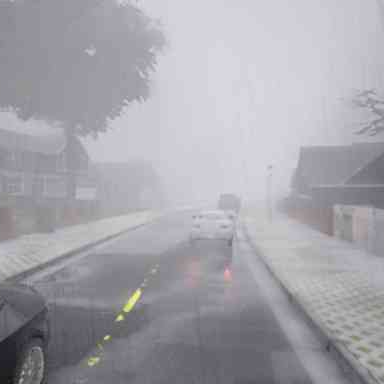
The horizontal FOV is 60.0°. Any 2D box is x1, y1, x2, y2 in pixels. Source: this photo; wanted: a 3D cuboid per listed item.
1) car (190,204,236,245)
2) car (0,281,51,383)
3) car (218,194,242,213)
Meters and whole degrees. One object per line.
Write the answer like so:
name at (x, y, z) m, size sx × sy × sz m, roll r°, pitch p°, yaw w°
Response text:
car at (0.941, 1.518, 15.443) m, size 1.812 × 1.442 × 4.674 m, roll 0°, pitch 0°, yaw 5°
car at (-2.597, 1.520, 2.212) m, size 1.812 × 1.442 × 4.674 m, roll 0°, pitch 0°, yaw 1°
car at (4.221, 1.215, 36.721) m, size 2.150 × 2.045 × 5.566 m, roll 0°, pitch 0°, yaw 12°
